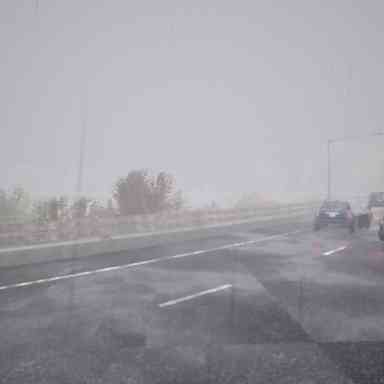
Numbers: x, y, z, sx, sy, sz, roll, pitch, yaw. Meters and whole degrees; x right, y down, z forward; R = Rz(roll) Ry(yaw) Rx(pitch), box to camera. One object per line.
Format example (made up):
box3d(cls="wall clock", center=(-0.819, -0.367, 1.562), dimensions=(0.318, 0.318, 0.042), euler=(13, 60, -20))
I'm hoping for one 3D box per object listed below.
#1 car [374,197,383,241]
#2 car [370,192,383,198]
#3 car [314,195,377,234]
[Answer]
box3d(cls="car", center=(10.075, 1.233, 15.089), dimensions=(2.097, 1.767, 4.553), euler=(0, 0, 41))
box3d(cls="car", center=(19.820, 0.963, 35.099), dimensions=(2.150, 2.045, 5.566), euler=(0, 0, 28))
box3d(cls="car", center=(8.644, 1.225, 18.828), dimensions=(2.097, 1.767, 4.553), euler=(0, 0, 40))
